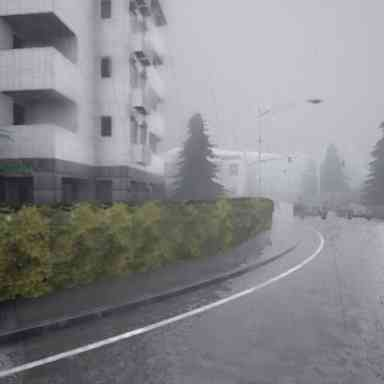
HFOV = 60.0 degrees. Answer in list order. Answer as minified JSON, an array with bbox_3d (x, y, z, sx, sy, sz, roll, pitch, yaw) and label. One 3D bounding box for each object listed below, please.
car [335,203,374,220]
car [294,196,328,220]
[{"bbox_3d":[14.333,1.724,29.591,2.033,1.411,5.357,0,-1,9],"label":"car"},{"bbox_3d":[10.927,1.434,31.040,2.150,2.045,5.566,0,-1,8],"label":"car"}]
